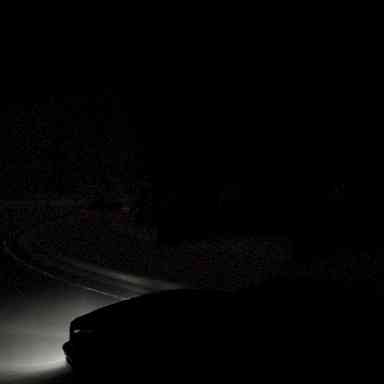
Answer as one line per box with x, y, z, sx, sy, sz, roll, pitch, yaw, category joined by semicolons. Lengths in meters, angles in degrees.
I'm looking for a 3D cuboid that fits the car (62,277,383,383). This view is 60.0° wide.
0.978;1.548;2.856;5.357;1.411;2.033;0;0;42;car

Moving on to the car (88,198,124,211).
-10.633;1.478;41.388;1.882;1.535;5.008;0;0;31;car

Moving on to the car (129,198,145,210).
-5.855;1.477;42.776;1.882;1.535;5.008;0;0;36;car
